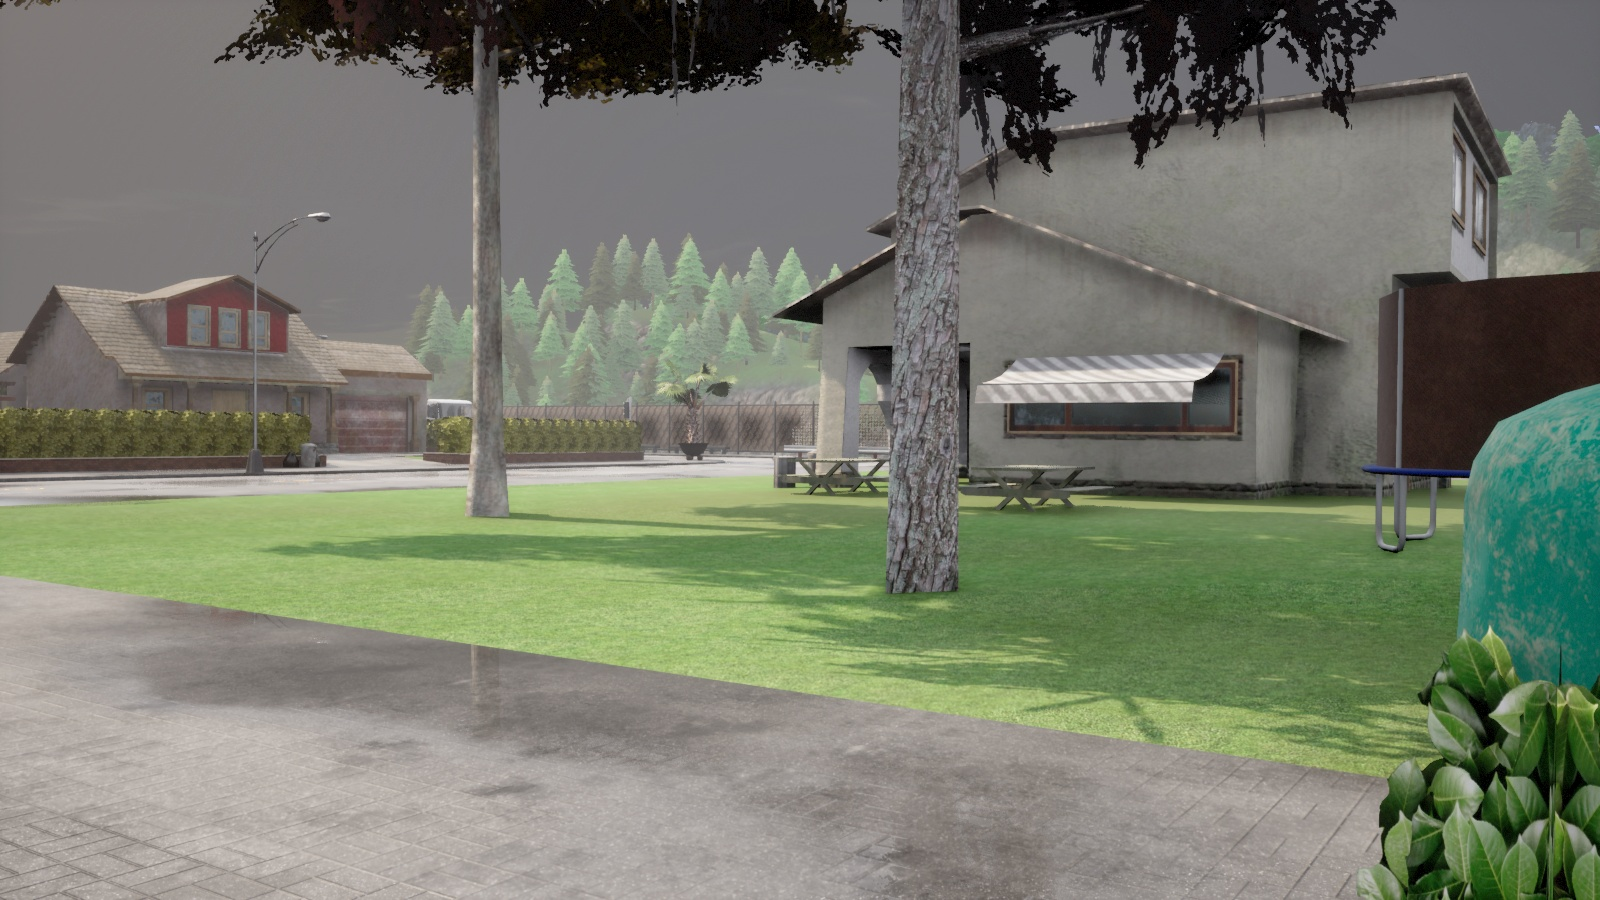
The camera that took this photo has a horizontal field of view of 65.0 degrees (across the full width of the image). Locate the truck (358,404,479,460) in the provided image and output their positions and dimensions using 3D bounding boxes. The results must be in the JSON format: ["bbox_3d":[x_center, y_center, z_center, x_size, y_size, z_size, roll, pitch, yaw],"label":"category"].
[{"bbox_3d":[-24.303,-1.120,79.790,7.936,3.462,2.891,0,1,33],"label":"truck"}]
